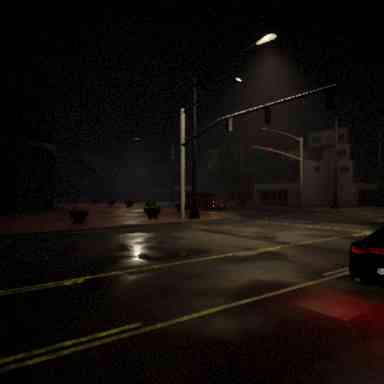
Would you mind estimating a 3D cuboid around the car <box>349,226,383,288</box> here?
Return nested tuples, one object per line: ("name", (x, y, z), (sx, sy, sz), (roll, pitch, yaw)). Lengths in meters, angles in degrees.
("car", (5.747, 1.369, 7.879), (5.008, 1.535, 1.882), (-1, 0, -35))

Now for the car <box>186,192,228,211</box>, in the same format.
("car", (1.512, 1.001, 36.535), (2.150, 2.045, 5.566), (0, 0, -35))
